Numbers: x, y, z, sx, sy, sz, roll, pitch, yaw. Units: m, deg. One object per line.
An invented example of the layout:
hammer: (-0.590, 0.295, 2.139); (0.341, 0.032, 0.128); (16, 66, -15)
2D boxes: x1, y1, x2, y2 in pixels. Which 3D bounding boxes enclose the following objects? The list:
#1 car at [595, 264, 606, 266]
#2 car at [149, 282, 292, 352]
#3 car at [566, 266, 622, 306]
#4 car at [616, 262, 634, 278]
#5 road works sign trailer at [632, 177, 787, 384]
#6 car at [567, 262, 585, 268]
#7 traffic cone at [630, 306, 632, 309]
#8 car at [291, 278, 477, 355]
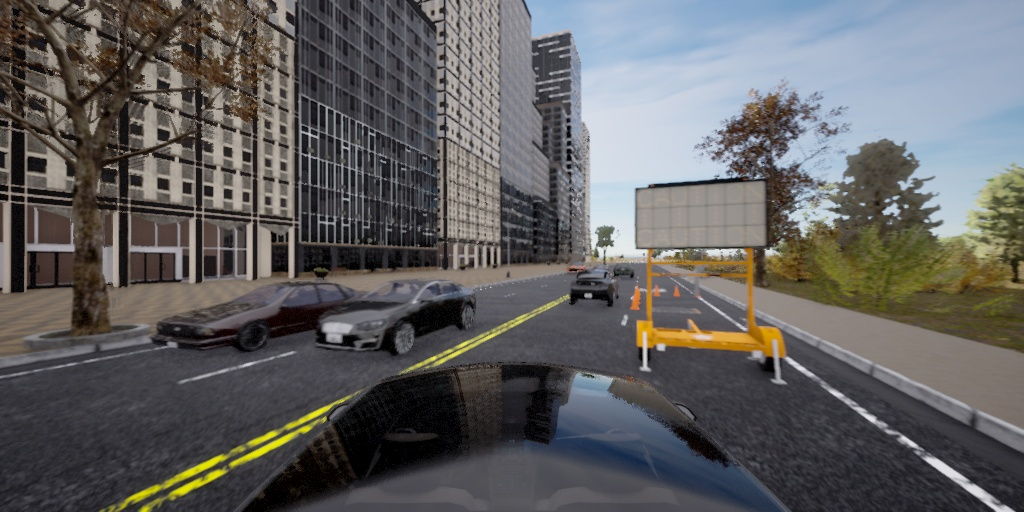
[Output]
car: (11.980, 1.787, 48.576); (1.994, 1.385, 4.181); (0, -1, 20)
car: (-5.860, 1.408, 9.652); (2.033, 1.411, 5.357); (0, -1, 20)
car: (3.960, 1.404, 16.913); (1.837, 1.490, 4.892); (0, -1, 20)
car: (12.726, 1.483, 40.678); (2.097, 1.767, 4.553); (0, -1, 20)
road works sign trailer: (3.806, 0.261, 7.377); (2.380, 3.560, 2.880); (0, 0, 20)
car: (8.908, 1.598, 49.646); (2.097, 1.767, 4.553); (0, -1, 20)
traffic cone: (4.933, 1.825, 14.422); (0.340, 0.580, 0.340); (0, 0, 20)
car: (-2.569, 1.334, 9.181); (2.128, 1.511, 4.902); (0, -1, 20)
